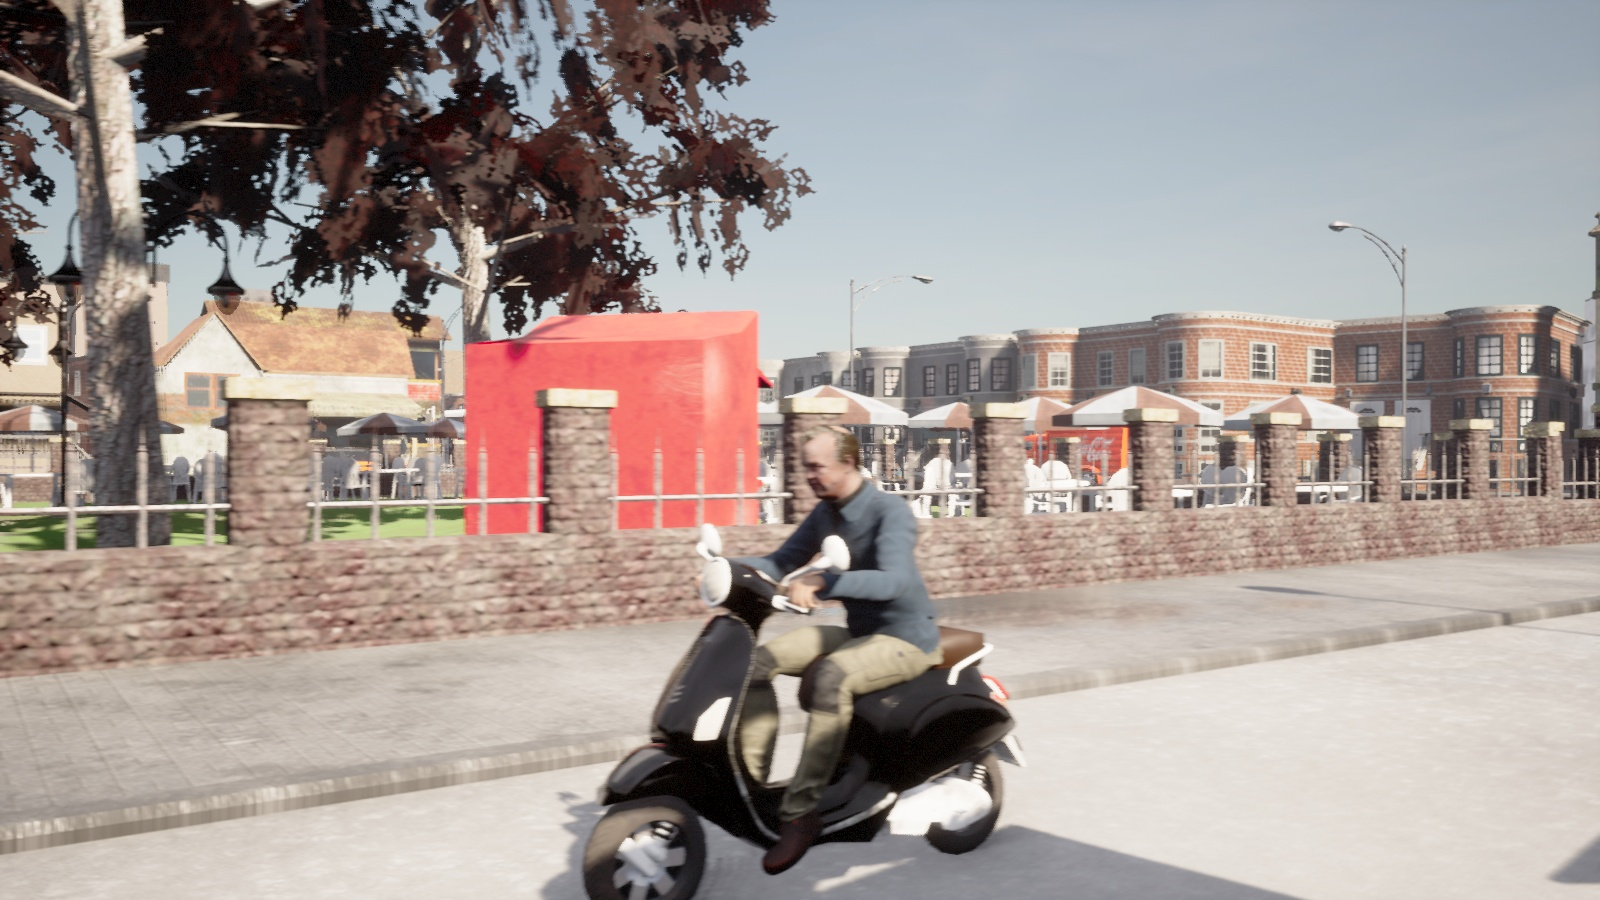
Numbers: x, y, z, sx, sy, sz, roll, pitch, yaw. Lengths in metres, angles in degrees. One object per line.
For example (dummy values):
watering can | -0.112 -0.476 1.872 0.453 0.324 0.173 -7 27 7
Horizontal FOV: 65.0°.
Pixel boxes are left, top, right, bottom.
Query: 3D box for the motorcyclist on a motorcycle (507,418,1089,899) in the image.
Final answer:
motorcyclist on a motorcycle | 0.030 0.709 4.290 1.817 1.590 0.866 0 0 -35

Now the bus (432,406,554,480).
bus | -19.061 -0.402 77.330 3.944 4.253 10.273 0 0 -34

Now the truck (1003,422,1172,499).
truck | 9.714 0.343 42.862 2.627 2.467 5.204 0 0 -35

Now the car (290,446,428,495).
car | -16.739 0.756 47.737 4.553 1.767 2.097 0 0 -35
